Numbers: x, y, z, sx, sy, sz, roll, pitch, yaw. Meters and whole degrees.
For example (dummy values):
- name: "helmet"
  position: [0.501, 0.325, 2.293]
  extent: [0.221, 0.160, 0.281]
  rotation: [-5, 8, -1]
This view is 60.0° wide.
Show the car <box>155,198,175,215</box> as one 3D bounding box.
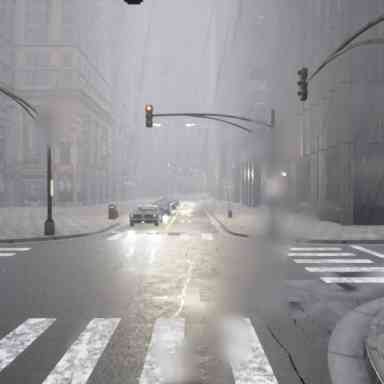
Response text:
- name: "car"
  position: [-3.106, 1.565, 33.224]
  extent: [1.994, 1.385, 4.181]
  rotation: [0, 0, 0]

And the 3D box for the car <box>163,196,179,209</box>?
- name: "car"
  position: [-3.113, 1.355, 43.226]
  extent: [2.097, 1.767, 4.553]
  rotation: [0, 0, 0]

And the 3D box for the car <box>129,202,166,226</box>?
- name: "car"
  position: [-3.109, 1.601, 23.282]
  extent: [1.895, 1.301, 4.718]
  rotation: [0, 0, 0]

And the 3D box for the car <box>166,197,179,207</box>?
- name: "car"
  position: [-3.069, 1.532, 53.844]
  extent: [1.812, 1.442, 4.674]
  rotation: [0, 0, 0]
